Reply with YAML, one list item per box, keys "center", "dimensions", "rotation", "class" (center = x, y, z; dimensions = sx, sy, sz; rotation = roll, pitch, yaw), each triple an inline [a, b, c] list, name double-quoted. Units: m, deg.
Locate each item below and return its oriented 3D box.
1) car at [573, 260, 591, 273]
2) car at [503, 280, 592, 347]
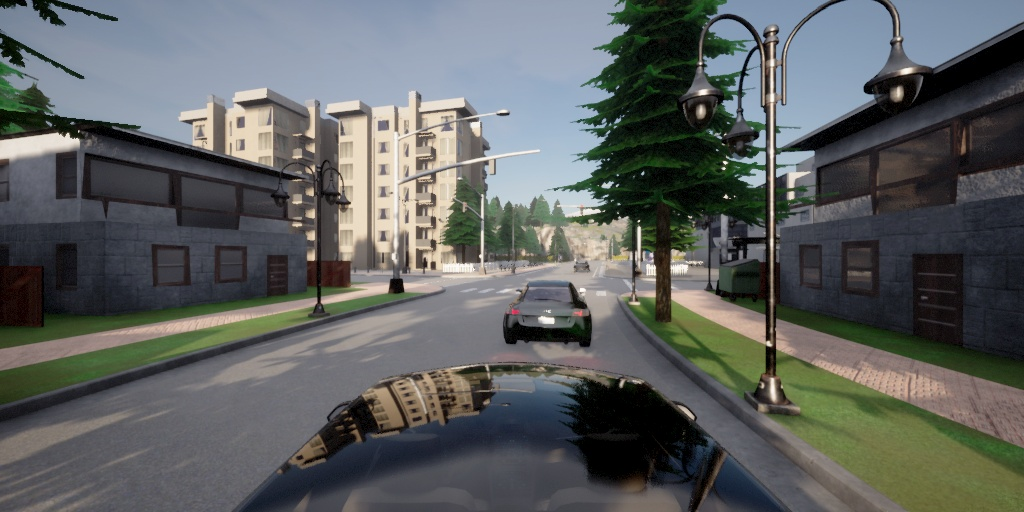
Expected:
- center: [8.778, 1.274, 44.965]
  dimensions: [2.128, 1.511, 4.902]
  rotation: [0, 0, 14]
  class: "car"
- center: [1.005, 1.314, 9.431]
  dimensions: [1.994, 1.385, 4.181]
  rotation: [0, 0, 8]
  class: "car"
